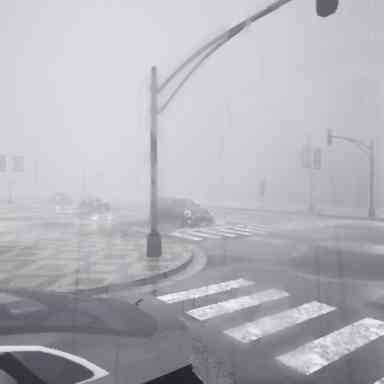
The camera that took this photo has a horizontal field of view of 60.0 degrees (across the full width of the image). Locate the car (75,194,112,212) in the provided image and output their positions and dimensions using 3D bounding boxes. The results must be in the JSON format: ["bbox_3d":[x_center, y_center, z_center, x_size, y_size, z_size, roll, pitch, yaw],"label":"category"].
[{"bbox_3d":[-9.372,1.189,32.030,1.895,1.301,4.718,0,1,-36],"label":"car"}]

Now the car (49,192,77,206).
[{"bbox_3d":[-16.636,0.757,42.148,2.097,1.767,4.553,0,1,-35],"label":"car"}]

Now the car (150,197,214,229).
[{"bbox_3d":[-0.690,1.150,19.972,2.097,1.767,4.553,0,1,-36],"label":"car"}]

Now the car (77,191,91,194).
[{"bbox_3d":[-21.704,0.530,66.169,1.882,1.535,5.008,0,1,-36],"label":"car"}]

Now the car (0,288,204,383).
[{"bbox_3d":[-2.159,1.492,1.830,4.902,1.511,2.128,0,0,-37],"label":"car"}]
